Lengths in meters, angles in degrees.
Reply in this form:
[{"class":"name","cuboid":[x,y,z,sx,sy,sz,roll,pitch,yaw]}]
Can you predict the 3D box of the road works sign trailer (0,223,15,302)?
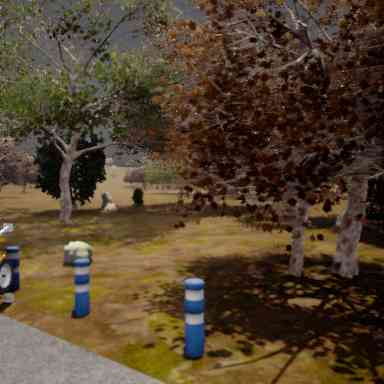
[{"class":"road works sign trailer","cuboid":[-4.651,0.844,4.975,2.380,2.880,3.560,0,1,-3]}]
